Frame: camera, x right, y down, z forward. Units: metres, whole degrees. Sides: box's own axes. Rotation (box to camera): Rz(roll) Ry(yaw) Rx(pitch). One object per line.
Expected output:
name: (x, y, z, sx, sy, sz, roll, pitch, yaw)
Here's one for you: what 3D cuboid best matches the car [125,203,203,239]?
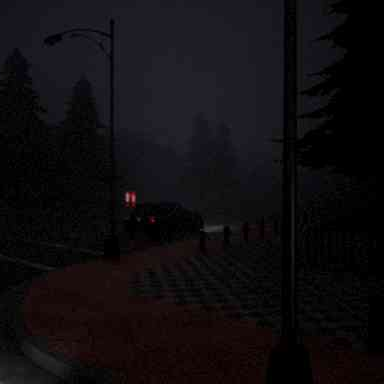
car: (-1.301, 1.329, 17.429, 2.097, 1.767, 4.553, 0, 0, 35)
